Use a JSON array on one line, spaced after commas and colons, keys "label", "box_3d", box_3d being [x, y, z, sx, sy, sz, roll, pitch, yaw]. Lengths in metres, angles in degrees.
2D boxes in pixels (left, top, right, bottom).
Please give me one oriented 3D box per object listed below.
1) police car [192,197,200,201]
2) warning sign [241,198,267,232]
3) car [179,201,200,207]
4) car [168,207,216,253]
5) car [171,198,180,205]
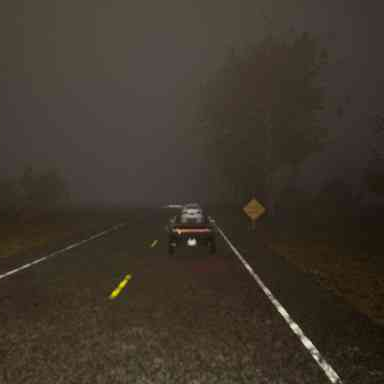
[{"label": "police car", "box_3d": [1.040, 2.094, 89.405, 1.930, 1.638, 5.238, 0, 0, 0]}, {"label": "warning sign", "box_3d": [3.571, 1.288, 19.256, 1.300, 1.860, 1.060, 1, 1, 0]}, {"label": "car", "box_3d": [0.003, 1.785, 29.392, 1.812, 1.442, 4.674, 0, 0, 0]}, {"label": "car", "box_3d": [0.004, 1.622, 14.310, 2.128, 1.511, 4.902, 0, 0, 0]}, {"label": "car", "box_3d": [-3.508, 2.082, 71.779, 2.128, 1.511, 4.902, 0, 0, 0]}]
